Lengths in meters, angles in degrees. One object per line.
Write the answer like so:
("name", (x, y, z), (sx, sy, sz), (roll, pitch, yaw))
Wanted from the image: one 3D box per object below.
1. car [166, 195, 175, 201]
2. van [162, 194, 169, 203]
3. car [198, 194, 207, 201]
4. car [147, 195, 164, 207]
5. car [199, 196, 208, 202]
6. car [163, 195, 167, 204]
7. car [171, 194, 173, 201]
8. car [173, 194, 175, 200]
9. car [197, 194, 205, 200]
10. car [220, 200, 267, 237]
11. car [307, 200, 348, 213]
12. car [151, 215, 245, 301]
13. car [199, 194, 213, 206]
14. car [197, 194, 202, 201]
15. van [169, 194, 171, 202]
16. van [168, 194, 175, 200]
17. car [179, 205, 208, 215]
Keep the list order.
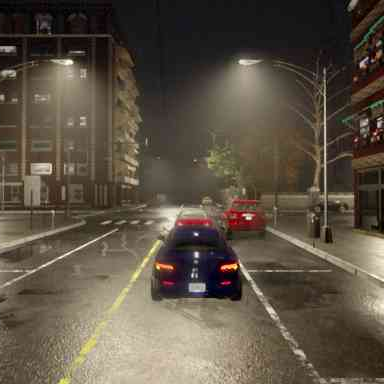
("car", (-5.797, 1.620, 89.383), (2.008, 1.369, 4.403), (1, 0, 0))
("van", (-5.755, 1.380, 61.690), (1.690, 1.788, 3.998), (1, 0, 0))
("car", (2.595, 1.377, 83.848), (2.192, 1.841, 5.009), (1, 0, 0))
("car", (-5.745, 1.611, 50.614), (1.802, 1.307, 4.206), (1, 0, 0))
("car", (2.598, 1.622, 78.309), (1.947, 1.339, 4.313), (1, 0, 0))
("car", (-5.752, 1.616, 56.151), (1.802, 1.307, 4.206), (1, 0, 0))
("car", (-5.774, 1.632, 72.767), (1.802, 1.307, 4.206), (1, 0, 0))
("car", (-5.781, 1.606, 78.306), (2.008, 1.369, 4.403), (1, 0, 0))
("car", (2.580, 1.391, 94.923), (2.192, 1.841, 5.009), (1, 0, 0))
("car", (2.683, 1.322, 18.126), (2.192, 1.841, 5.009), (1, 0, 0))
("car", (15.163, 1.607, 37.176), (4.313, 1.339, 1.947), (0, -1, 0))
("car", (0.090, 1.528, 8.193), (1.812, 1.442, 4.674), (0, 0, 0))
("car", (2.628, 1.560, 56.327), (1.752, 1.417, 4.829), (1, 0, 0))
("car", (2.606, 1.600, 72.770), (2.008, 1.369, 4.403), (1, 0, 0))
("van", (-5.763, 1.385, 67.229), (1.690, 1.788, 3.998), (1, 0, 0))
("van", (-5.800, 1.417, 94.922), (1.690, 1.788, 3.998), (1, 0, 0))
("car", (0.076, 1.608, 17.936), (1.895, 1.301, 4.718), (0, 0, 0))
